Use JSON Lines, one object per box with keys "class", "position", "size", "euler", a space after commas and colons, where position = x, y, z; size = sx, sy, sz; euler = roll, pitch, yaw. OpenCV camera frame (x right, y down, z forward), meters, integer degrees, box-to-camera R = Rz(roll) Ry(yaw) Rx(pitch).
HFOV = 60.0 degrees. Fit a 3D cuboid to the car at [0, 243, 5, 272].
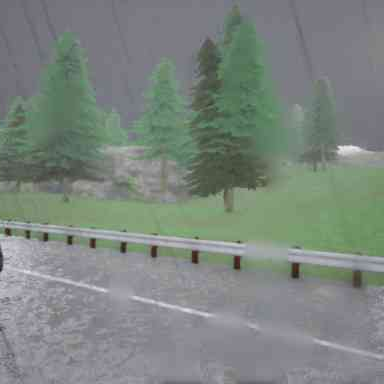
{"class": "car", "position": [-6.522, 1.439, 8.307], "size": [4.674, 1.442, 1.812], "euler": [0, 1, 34]}
